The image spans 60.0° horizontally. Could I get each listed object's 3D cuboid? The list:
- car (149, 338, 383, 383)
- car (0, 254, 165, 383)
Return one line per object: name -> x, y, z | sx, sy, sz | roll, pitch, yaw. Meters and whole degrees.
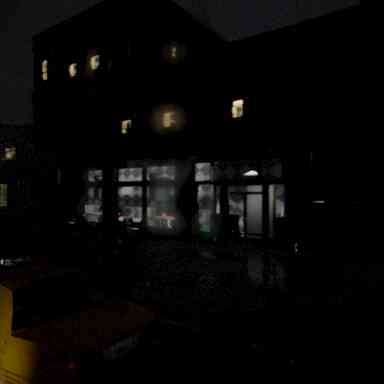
car -> 2.169, 1.535, 1.315 | 4.507, 1.381, 1.887 | -1, 0, 36
car -> -2.591, 1.567, 4.711 | 4.829, 1.417, 1.752 | -1, 0, 36
